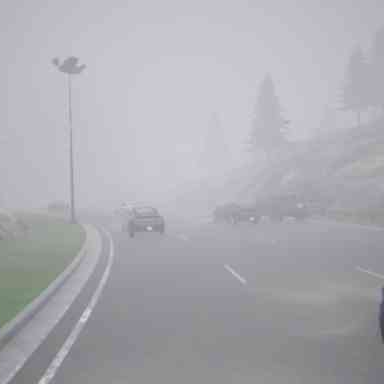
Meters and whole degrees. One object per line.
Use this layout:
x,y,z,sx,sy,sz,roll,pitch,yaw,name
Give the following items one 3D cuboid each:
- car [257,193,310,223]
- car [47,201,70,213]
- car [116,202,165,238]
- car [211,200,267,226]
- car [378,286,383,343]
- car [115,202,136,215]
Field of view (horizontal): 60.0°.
6.263,1.109,24.741,2.150,2.045,5.566,-1,0,-21,car
-17.878,1.946,44.310,1.882,1.535,5.008,-1,0,-37,car
-2.774,1.579,18.454,2.128,1.511,4.902,-1,0,-17,car
2.962,1.467,23.317,1.837,1.490,4.892,0,-1,-21,car
3.542,1.399,2.561,1.882,1.535,5.008,-1,0,-2,car
-6.243,1.712,33.427,1.812,1.442,4.674,-1,0,-32,car
